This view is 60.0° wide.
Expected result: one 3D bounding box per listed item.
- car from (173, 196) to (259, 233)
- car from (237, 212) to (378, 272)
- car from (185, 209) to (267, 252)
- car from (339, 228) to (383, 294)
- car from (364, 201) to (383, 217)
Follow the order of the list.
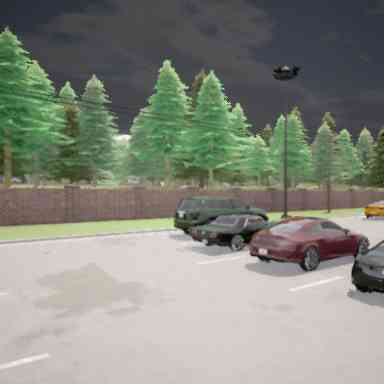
[{"bbox_3d":[1.655,1.236,17.814,5.566,2.045,2.150,0,0,-35],"label":"car"},{"bbox_3d":[3.894,1.536,10.832,4.674,1.442,1.812,0,0,-36],"label":"car"},{"bbox_3d":[2.304,1.612,13.980,4.718,1.301,1.895,0,0,-35],"label":"car"},{"bbox_3d":[5.558,1.573,7.704,4.181,1.385,1.994,0,0,-35],"label":"car"},{"bbox_3d":[16.823,1.510,28.621,5.008,1.535,1.882,0,0,-35],"label":"car"}]
